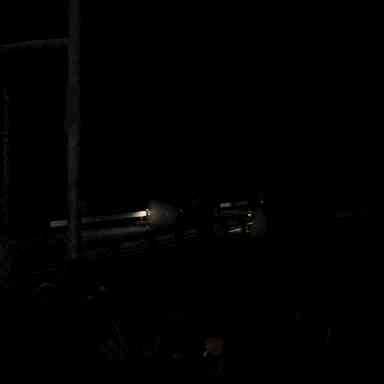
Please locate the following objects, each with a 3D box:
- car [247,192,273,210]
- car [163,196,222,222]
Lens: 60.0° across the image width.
[{"bbox_3d":[6.993,0.779,30.623,1.882,1.535,5.008,0,1,42],"label":"car"},{"bbox_3d":[0.117,1.091,22.924,2.128,1.511,4.902,0,3,41],"label":"car"}]
